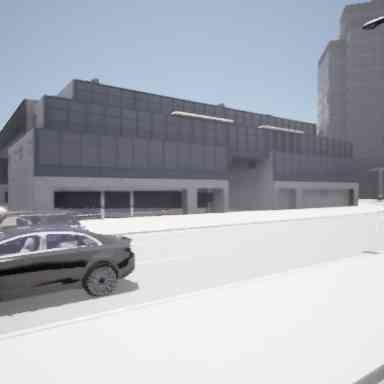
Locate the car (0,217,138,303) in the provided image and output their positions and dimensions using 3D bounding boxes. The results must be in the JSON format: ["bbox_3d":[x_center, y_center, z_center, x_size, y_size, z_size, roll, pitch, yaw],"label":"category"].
[{"bbox_3d":[-3.565,1.487,6.969,4.902,1.511,2.128,0,0,-35],"label":"car"}]

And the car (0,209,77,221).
[{"bbox_3d":[-5.397,1.347,9.960,4.553,1.767,2.097,0,0,-35],"label":"car"}]
